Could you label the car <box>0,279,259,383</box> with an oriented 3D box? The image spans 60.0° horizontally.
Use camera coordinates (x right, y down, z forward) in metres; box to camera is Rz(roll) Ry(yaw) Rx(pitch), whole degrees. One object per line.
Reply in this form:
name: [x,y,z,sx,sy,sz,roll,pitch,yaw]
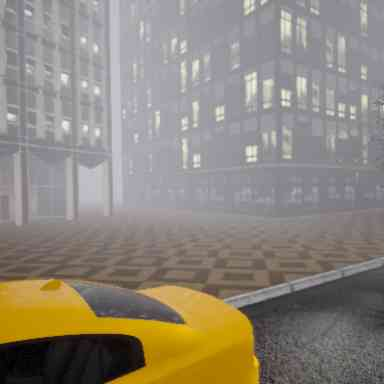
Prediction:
car: [-1.760,1.478,2.129,5.008,1.535,1.882,-1,1,-35]
